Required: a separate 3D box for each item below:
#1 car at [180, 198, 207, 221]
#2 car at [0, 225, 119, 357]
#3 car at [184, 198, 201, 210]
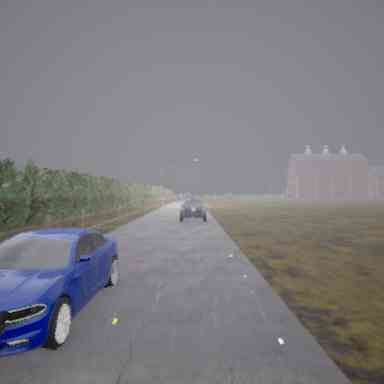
[{"bbox_3d":[0.096,1.383,27.382,2.097,1.767,4.553,0,0,0],"label":"car"},{"bbox_3d":[-2.784,1.489,6.474,1.882,1.535,5.008,0,0,1],"label":"car"},{"bbox_3d":[0.116,1.554,44.642,2.128,1.511,4.902,0,0,0],"label":"car"}]
